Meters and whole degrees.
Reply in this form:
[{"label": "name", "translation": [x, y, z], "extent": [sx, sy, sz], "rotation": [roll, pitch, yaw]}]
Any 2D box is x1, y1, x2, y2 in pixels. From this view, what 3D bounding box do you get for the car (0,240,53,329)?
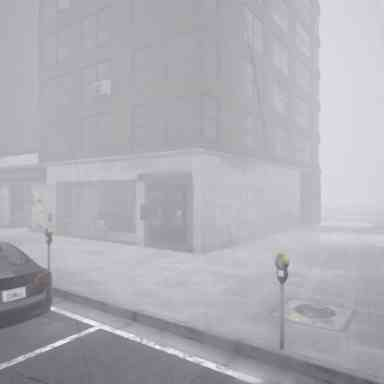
[{"label": "car", "translation": [-4.338, 1.565, 6.181], "extent": [4.313, 1.339, 1.947], "rotation": [0, 0, 36]}]
